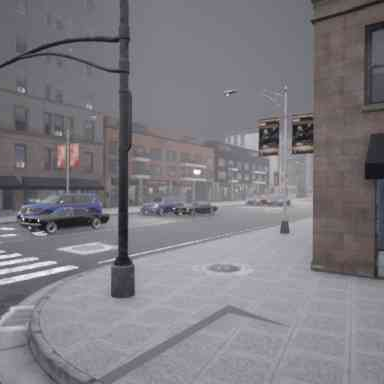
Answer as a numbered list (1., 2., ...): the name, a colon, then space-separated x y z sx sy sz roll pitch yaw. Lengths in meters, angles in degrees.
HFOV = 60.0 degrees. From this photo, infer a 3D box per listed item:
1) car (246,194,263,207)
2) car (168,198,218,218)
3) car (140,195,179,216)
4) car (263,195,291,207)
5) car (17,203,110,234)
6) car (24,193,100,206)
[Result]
1. car: 9.537 1.133 47.982 2.097 1.767 4.553 1 1 36
2. car: 0.307 1.474 29.408 1.895 1.301 4.718 1 1 35
3. car: -2.696 1.205 30.784 2.097 1.767 4.553 1 0 35
4. car: 12.043 1.158 45.902 2.097 1.767 4.553 1 1 36
5. car: -7.091 1.523 18.914 1.895 1.301 4.718 1 1 35
6. car: -8.658 1.112 22.337 2.150 2.045 5.566 1 1 35
